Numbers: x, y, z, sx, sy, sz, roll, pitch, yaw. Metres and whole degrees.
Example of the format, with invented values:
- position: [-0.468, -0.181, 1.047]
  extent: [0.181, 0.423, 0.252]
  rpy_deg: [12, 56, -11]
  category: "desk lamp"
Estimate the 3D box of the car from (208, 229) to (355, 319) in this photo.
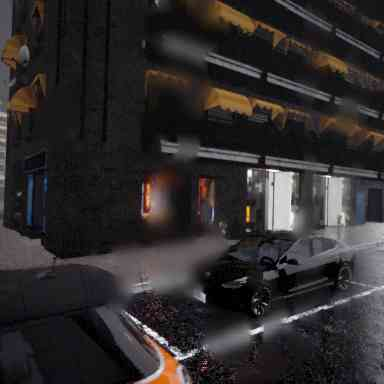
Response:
- position: [1.934, 1.570, 7.448]
  extent: [4.313, 1.339, 1.947]
  rpy_deg: [0, 2, -35]
  category: "car"

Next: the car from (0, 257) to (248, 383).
- position: [-2.139, 1.352, 1.545]
  extent: [4.553, 1.767, 2.097]
  rpy_deg: [0, 0, -35]
  category: "car"
